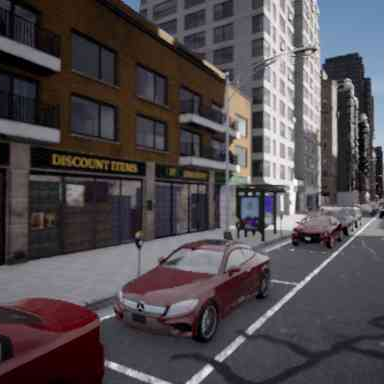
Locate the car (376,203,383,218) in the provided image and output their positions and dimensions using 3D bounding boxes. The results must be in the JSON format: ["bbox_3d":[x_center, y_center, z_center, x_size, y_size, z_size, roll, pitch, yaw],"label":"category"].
[{"bbox_3d":[21.328,2.136,35.800,1.895,1.301,4.718,0,-1,32],"label":"car"}]

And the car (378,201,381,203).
[{"bbox_3d":[23.580,2.220,44.319,1.947,1.339,4.313,0,-1,32],"label":"car"}]

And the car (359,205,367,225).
[{"bbox_3d":[11.948,1.939,25.529,1.947,1.339,4.313,0,-1,32],"label":"car"}]

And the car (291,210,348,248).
[{"bbox_3d":[6.133,1.777,16.134,1.887,1.381,4.507,0,-1,32],"label":"car"}]

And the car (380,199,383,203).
[{"bbox_3d":[26.488,2.165,49.018,1.967,1.590,4.097,0,-1,32],"label":"car"}]

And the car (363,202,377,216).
[{"bbox_3d":[20.672,2.166,39.621,1.802,1.307,4.206,0,-1,32],"label":"car"}]

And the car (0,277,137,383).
[{"bbox_3d":[-2.591,1.566,2.042,1.887,1.381,4.507,0,-1,32],"label":"car"}]

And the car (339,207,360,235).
[{"bbox_3d":[9.040,1.869,20.831,1.947,1.339,4.313,0,-1,32],"label":"car"}]

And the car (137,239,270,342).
[{"bbox_3d":[0.317,1.674,6.739,1.802,1.307,4.206,0,-1,32],"label":"car"}]
